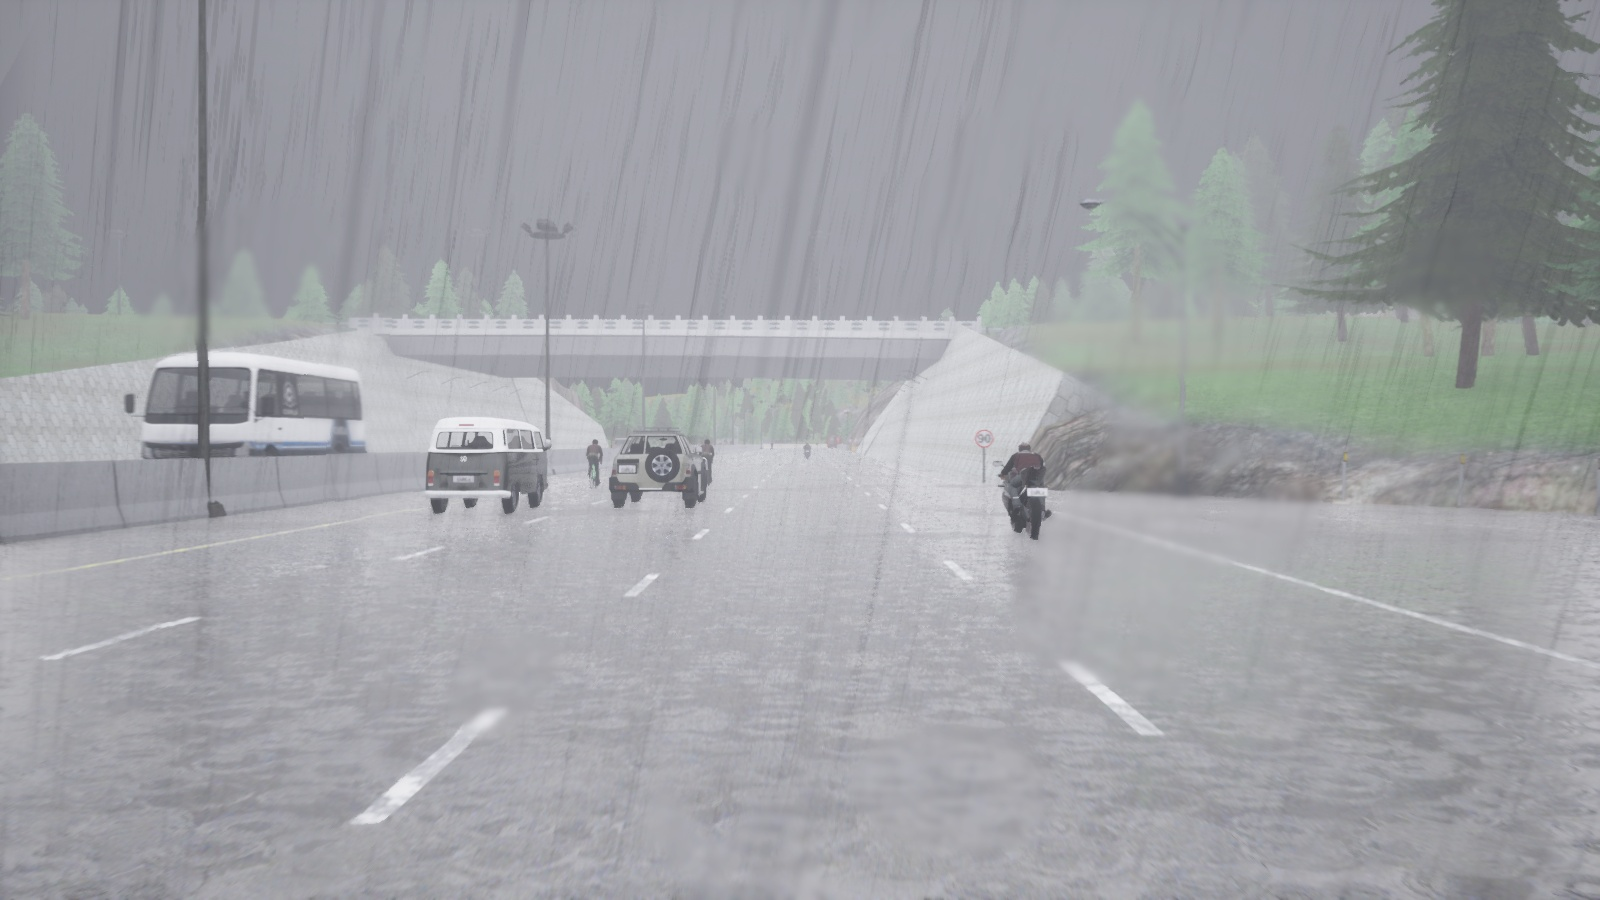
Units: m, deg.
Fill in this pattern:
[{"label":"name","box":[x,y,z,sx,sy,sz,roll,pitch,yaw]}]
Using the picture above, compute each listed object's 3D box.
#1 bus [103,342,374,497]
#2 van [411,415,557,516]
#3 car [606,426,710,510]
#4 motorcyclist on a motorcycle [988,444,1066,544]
[{"label":"bus","box":[-17.257,-0.868,39.812,3.944,4.253,10.273,0,0,0]},{"label":"van","box":[-6.827,0.308,27.681,2.069,2.038,4.480,0,0,0]},{"label":"car","box":[-3.313,0.391,30.111,1.932,1.855,4.605,0,0,0]},{"label":"motorcyclist on a motorcycle","box":[3.631,0.670,20.256,0.866,1.530,2.191,0,0,0]}]
